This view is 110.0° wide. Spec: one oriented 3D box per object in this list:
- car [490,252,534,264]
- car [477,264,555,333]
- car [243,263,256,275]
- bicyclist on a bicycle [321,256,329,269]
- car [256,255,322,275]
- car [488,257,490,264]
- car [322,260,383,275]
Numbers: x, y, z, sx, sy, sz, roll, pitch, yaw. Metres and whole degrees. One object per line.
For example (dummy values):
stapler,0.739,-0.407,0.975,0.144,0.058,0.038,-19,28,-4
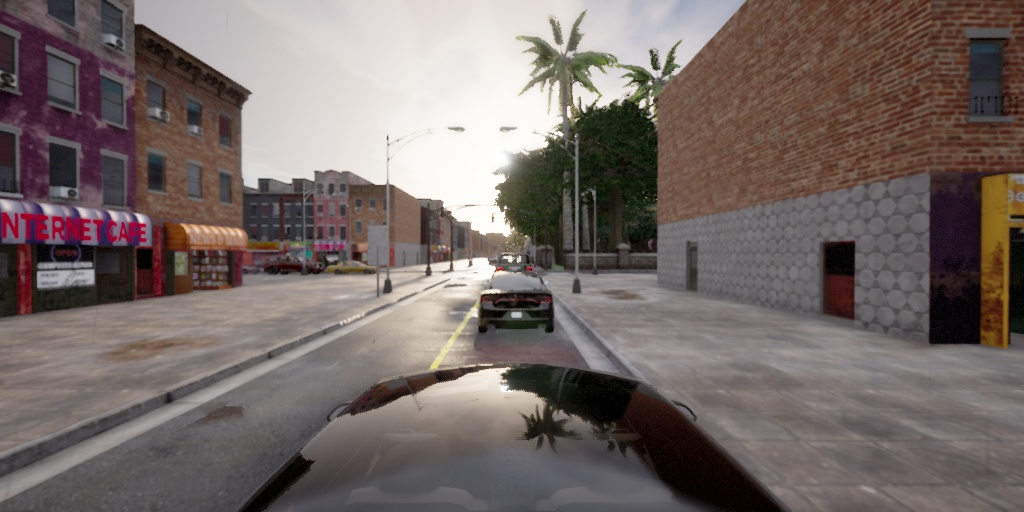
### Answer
car,0.102,0.812,20.467,2.150,2.045,5.566,0,0,-1
car,0.099,1.151,10.502,1.882,1.535,5.008,0,0,0
car,-25.514,1.130,33.040,4.207,1.307,1.802,0,0,0
bicyclist on a bicycle,-20.144,0.794,38.684,0.582,1.620,1.656,0,1,0
car,-20.061,0.848,33.047,5.009,1.841,2.192,0,0,0
car,-2.808,0.633,60.383,2.097,1.767,4.553,0,0,0
car,-14.440,1.044,33.053,4.829,1.417,1.751,0,0,0
